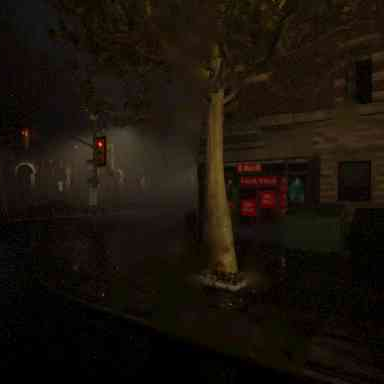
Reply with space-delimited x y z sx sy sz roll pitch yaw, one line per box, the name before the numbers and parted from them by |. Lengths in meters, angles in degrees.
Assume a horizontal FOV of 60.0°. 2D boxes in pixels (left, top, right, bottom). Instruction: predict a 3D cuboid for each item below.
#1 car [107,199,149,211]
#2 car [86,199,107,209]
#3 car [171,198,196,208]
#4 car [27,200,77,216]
car | -7.440 1.601 40.004 1.895 1.301 4.718 0 0 36
car | -11.918 1.595 45.144 1.895 1.301 4.718 0 0 36
car | -1.368 1.547 48.282 2.033 1.411 5.357 0 0 36
car | -13.334 1.526 31.926 1.812 1.442 4.674 0 0 36
